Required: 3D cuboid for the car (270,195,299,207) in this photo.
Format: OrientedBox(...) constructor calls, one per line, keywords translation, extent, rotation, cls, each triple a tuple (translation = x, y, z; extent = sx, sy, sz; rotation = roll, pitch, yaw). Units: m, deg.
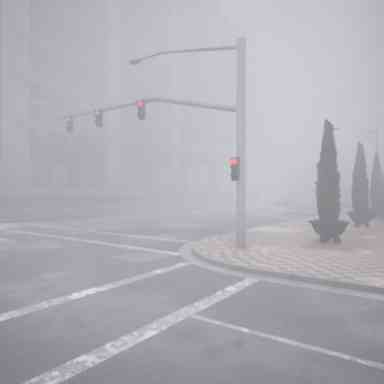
OrientedBox(translation=(13.824, 1.506, 50.076), extent=(2.033, 1.411, 5.357), rotation=(0, 0, 36), cls="car")
